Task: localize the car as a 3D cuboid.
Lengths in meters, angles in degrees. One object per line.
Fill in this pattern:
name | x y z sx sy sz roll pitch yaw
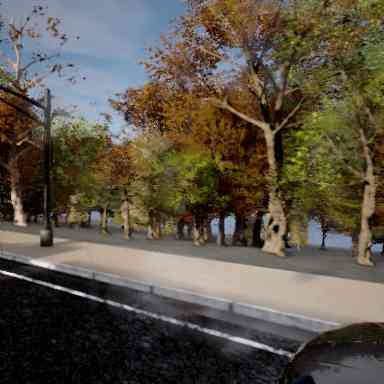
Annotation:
car | 2.873 1.493 1.635 4.902 1.511 2.128 0 0 36
